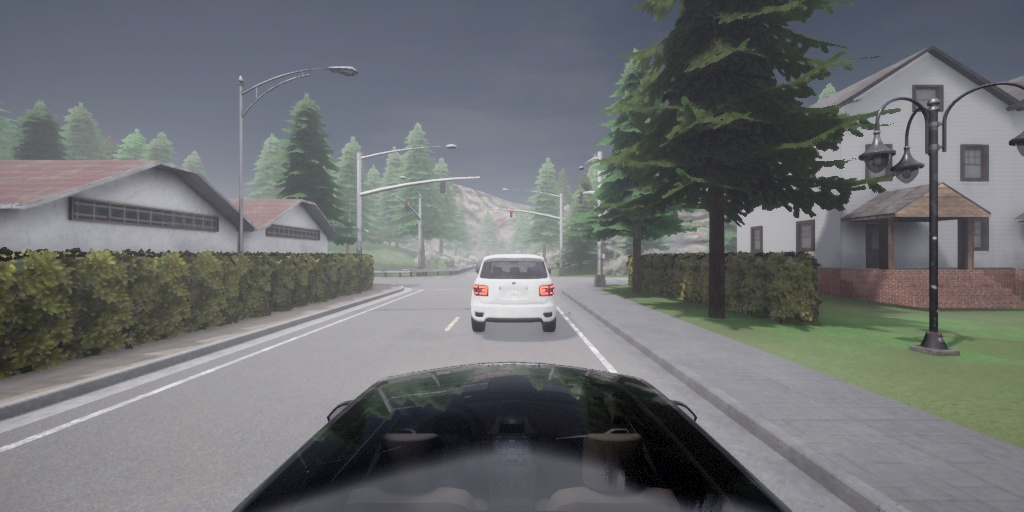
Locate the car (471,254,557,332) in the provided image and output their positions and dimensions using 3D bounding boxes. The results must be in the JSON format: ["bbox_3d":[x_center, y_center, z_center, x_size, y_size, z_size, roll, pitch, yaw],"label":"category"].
[{"bbox_3d":[0.058,0.971,10.960,2.150,2.045,5.566,0,0,0],"label":"car"}]

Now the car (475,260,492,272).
[{"bbox_3d":[-3.629,1.254,46.033,1.837,1.490,4.892,0,0,0],"label":"car"}]
